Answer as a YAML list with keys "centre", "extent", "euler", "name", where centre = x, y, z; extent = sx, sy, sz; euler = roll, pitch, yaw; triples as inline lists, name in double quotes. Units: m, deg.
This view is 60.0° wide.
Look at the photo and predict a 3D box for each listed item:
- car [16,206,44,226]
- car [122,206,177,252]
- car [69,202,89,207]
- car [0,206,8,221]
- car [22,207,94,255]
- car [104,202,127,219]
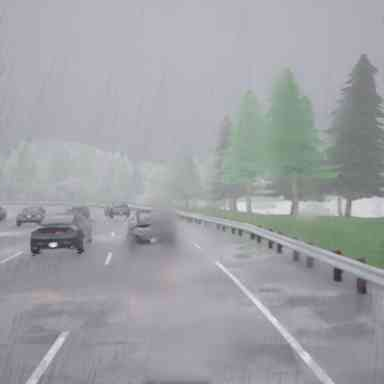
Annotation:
- centre: [-12.181, 1.781, 25.528]
  extent: [2.033, 1.411, 5.357]
  euler: [-1, 0, -20]
  name: "car"
- centre: [-1.813, 1.551, 14.283]
  extent: [2.128, 1.511, 4.902]
  euler: [-1, 0, -11]
  name: "car"
- centre: [-10.685, 1.730, 31.025]
  extent: [1.837, 1.490, 4.892]
  euler: [-1, 0, -23]
  name: "car"
- centre: [-17.793, 1.886, 29.867]
  extent: [1.994, 1.385, 4.181]
  euler: [-1, 0, -24]
  name: "car"
- centre: [-5.312, 1.613, 13.962]
  extent: [1.837, 1.490, 4.892]
  euler: [-1, 0, -11]
  name: "car"
- centre: [-7.210, 1.669, 31.771]
  extent: [2.128, 1.511, 4.902]
  euler: [-1, 0, -23]
  name: "car"
